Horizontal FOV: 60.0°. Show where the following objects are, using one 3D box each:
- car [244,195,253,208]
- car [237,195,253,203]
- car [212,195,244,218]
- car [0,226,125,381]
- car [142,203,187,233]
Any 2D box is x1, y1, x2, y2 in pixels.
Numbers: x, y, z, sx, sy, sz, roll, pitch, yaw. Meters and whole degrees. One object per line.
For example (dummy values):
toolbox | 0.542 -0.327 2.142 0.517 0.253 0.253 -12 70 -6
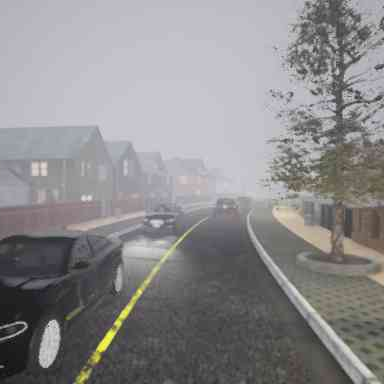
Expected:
car | 6.850 1.266 43.748 1.837 1.490 4.892 0 1 17
car | 9.752 1.221 60.639 1.994 1.385 4.181 0 0 22
car | 3.035 1.204 28.440 2.097 1.767 4.553 0 0 12
car | -2.588 1.445 5.790 1.882 1.535 5.008 0 0 3
car | -1.446 1.397 18.913 2.128 1.511 4.902 0 0 7
